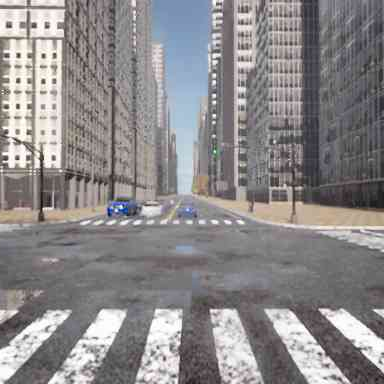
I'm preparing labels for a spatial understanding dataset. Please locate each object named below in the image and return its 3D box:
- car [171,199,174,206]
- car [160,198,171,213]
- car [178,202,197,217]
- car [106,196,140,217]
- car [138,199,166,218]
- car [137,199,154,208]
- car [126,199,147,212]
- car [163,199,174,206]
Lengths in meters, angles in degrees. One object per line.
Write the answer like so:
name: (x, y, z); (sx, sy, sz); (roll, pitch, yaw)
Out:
car: (-4.275, 1.882, 52.492); (2.033, 1.411, 5.357); (0, 0, -1)
car: (-4.085, 1.622, 41.871); (2.097, 1.767, 4.553); (0, 0, -1)
car: (-0.486, 1.770, 34.123); (2.033, 1.411, 5.357); (0, 0, -1)
car: (-7.182, 1.446, 34.636); (2.150, 2.045, 5.566); (0, 0, 2)
car: (-3.904, 1.740, 32.957); (1.812, 1.442, 4.674); (0, 0, -2)
car: (-7.575, 1.896, 54.856); (2.033, 1.411, 5.357); (0, 0, -1)
car: (-7.380, 1.778, 44.684); (2.128, 1.511, 4.902); (0, 0, -1)
car: (-4.452, 2.001, 64.014); (1.895, 1.301, 4.718); (0, 0, -1)
